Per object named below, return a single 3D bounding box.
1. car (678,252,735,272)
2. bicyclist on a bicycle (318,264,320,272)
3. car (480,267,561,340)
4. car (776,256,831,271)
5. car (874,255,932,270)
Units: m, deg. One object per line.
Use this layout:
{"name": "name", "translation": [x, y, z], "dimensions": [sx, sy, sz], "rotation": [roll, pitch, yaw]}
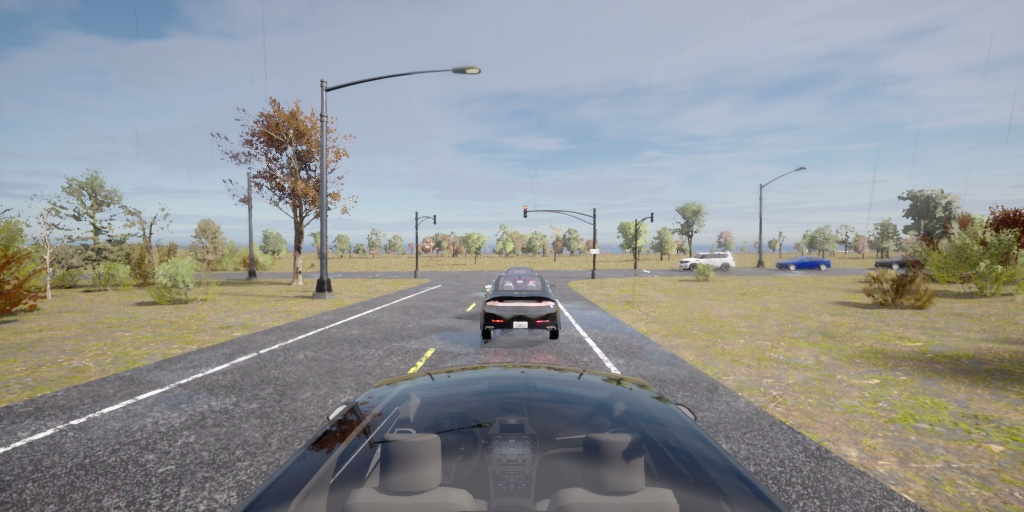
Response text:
{"name": "car", "translation": [21.548, 0.629, 39.791], "dimensions": [5.566, 2.045, 2.150], "rotation": [-1, 1, 5]}
{"name": "bicyclist on a bicycle", "translation": [-25.343, 1.326, 47.868], "dimensions": [0.582, 1.620, 1.656], "rotation": [-1, 0, 5]}
{"name": "car", "translation": [0.220, 1.235, 9.969], "dimensions": [2.128, 1.511, 4.902], "rotation": [0, 0, 1]}
{"name": "car", "translation": [31.545, 0.776, 38.908], "dimensions": [5.008, 1.535, 1.882], "rotation": [-1, 1, 5]}
{"name": "car", "translation": [41.568, 0.671, 38.012], "dimensions": [5.008, 1.535, 1.882], "rotation": [-1, 1, 5]}
